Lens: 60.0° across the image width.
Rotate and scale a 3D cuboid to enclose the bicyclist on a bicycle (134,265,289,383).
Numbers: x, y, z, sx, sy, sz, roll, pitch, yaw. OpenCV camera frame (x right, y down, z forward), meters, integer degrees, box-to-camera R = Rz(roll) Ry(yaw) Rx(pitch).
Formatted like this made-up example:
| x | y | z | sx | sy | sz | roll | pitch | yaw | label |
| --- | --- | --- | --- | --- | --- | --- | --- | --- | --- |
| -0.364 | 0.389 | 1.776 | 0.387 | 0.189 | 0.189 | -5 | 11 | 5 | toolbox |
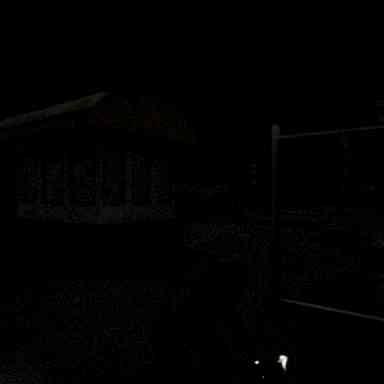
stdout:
| x | y | z | sx | sy | sz | roll | pitch | yaw | label |
| --- | --- | --- | --- | --- | --- | --- | --- | --- | --- |
| 0.137 | 1.349 | 2.445 | 1.656 | 1.620 | 0.582 | 1 | 0 | 36 | bicyclist on a bicycle |
